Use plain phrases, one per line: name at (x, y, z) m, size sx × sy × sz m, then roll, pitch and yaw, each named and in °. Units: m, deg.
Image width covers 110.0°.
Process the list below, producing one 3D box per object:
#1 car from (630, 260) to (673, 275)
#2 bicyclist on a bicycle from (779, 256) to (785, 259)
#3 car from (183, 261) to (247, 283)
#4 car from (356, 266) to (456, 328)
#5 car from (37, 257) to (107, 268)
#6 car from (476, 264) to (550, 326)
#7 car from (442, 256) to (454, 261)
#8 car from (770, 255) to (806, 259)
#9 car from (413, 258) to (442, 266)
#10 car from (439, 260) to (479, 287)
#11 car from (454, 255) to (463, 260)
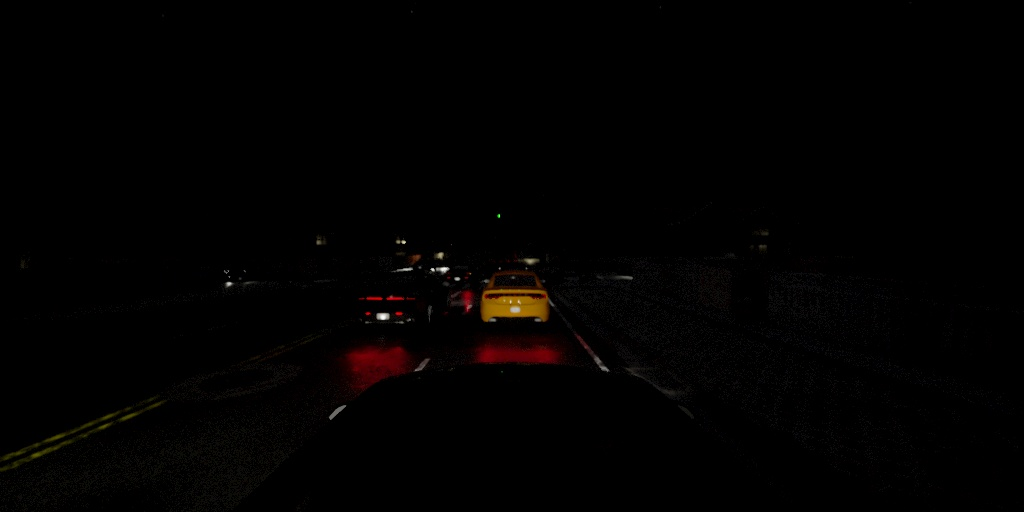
car at (12.843, 1.033, 30.195) m, size 5.357 × 1.411 × 2.033 m, roll -1°, pitch 1°, yaw -6°
bicyclist on a bicycle at (18.447, 0.800, 24.460) m, size 0.582 × 1.620 × 1.656 m, roll 0°, pitch 0°, yaw -2°
car at (-22.566, 1.133, 26.896) m, size 4.553 × 1.767 × 2.097 m, roll 0°, pitch 1°, yaw 2°
car at (-3.163, 1.223, 11.232) m, size 1.837 × 1.490 × 4.892 m, roll 0°, pitch 0°, yaw 0°
car at (-33.158, 1.071, 27.435) m, size 5.566 × 2.045 × 2.150 m, roll 0°, pitch 1°, yaw 4°
car at (0.092, 1.194, 11.608) m, size 1.882 × 1.535 × 5.008 m, roll 0°, pitch 0°, yaw 0°
car at (-9.856, 0.935, 50.050) m, size 1.994 × 1.385 × 4.181 m, roll 0°, pitch 1°, yaw 0°
car at (22.819, 0.757, 30.440) m, size 4.553 × 1.767 × 2.097 m, roll 0°, pitch 1°, yaw -2°
car at (-9.854, 0.958, 40.866) m, size 2.128 × 1.511 × 4.902 m, roll 0°, pitch 1°, yaw 0°
car at (-3.176, 1.170, 23.203) m, size 1.812 × 1.442 × 4.674 m, roll 0°, pitch 0°, yaw 0°
car at (-9.823, 0.691, 59.656) m, size 1.882 × 1.535 × 5.008 m, roll 0°, pitch 1°, yaw 0°
